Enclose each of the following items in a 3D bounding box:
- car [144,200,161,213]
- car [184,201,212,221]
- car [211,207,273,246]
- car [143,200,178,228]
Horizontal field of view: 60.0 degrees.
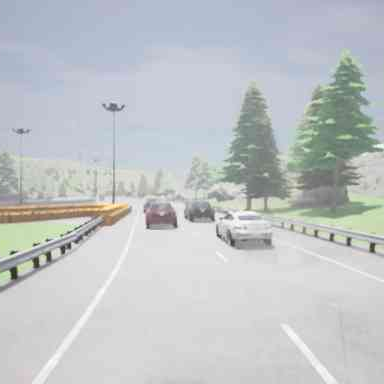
[{"bbox_3d":[-4.870,1.733,40.282,1.837,1.490,4.892,0,-2,-10],"label":"car"},{"bbox_3d":[0.554,1.511,28.695,2.097,1.767,4.553,0,0,-8],"label":"car"},{"bbox_3d":[2.345,1.608,15.705,1.812,1.442,4.674,0,-1,-7],"label":"car"},{"bbox_3d":[-2.235,1.489,23.623,2.097,1.767,4.553,0,0,-8],"label":"car"}]
